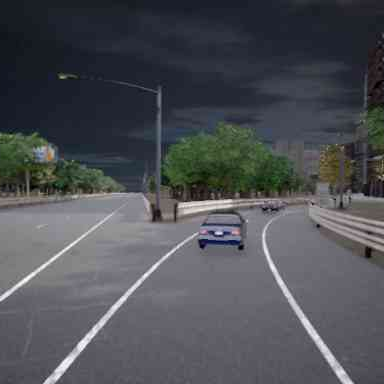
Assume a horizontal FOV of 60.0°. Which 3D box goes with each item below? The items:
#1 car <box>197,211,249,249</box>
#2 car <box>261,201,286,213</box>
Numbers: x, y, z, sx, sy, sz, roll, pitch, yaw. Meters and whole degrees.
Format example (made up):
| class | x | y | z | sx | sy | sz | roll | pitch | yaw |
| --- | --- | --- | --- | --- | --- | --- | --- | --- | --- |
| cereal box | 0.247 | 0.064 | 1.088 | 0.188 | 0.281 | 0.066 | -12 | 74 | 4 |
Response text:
| class | x | y | z | sx | sy | sz | roll | pitch | yaw |
| --- | --- | --- | --- | --- | --- | --- | --- | --- | --- |
| car | 1.468 | 1.560 | 14.691 | 2.033 | 1.411 | 5.357 | 0 | 0 | 11 |
| car | 9.419 | 1.649 | 38.015 | 1.895 | 1.301 | 4.718 | 0 | 0 | 27 |
